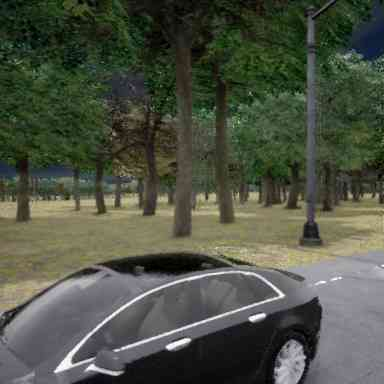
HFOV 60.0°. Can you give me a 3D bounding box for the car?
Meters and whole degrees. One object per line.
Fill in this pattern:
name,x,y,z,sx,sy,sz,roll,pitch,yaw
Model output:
car,-0.576,1.509,3.581,4.892,1.490,1.837,0,0,-35
